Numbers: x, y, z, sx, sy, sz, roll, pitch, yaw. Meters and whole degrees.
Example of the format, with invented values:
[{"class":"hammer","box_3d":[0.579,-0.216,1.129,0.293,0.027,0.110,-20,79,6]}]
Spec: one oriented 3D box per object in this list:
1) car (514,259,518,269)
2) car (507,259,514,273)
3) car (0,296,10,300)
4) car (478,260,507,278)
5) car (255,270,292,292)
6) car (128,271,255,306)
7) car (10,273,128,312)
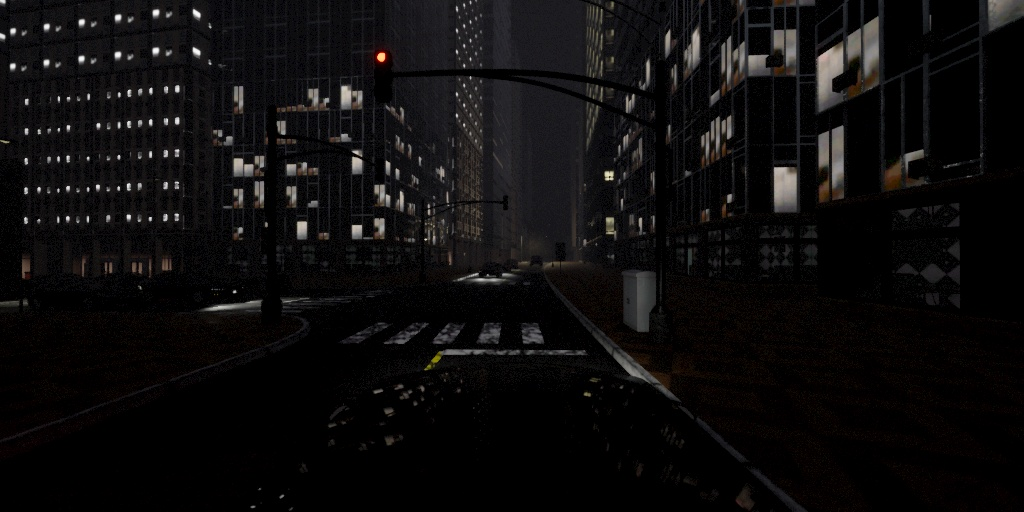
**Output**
[{"class":"car","box_3d":[-0.136,1.181,54.663,1.882,1.535,5.008,0,0,7]},{"class":"car","box_3d":[-1.162,1.322,44.264,1.895,1.301,4.718,0,0,5]},{"class":"car","box_3d":[-30.317,1.732,19.886,5.008,1.535,1.882,-1,0,9]},{"class":"car","box_3d":[-1.946,1.281,34.256,2.033,1.411,5.357,0,0,4]},{"class":"car","box_3d":[-16.819,1.610,23.605,4.403,1.370,2.007,0,0,9]},{"class":"car","box_3d":[-15.646,1.496,17.572,4.892,1.490,1.837,-1,0,10]},{"class":"car","box_3d":[-18.130,1.567,15.327,4.403,1.370,2.007,0,0,9]}]
